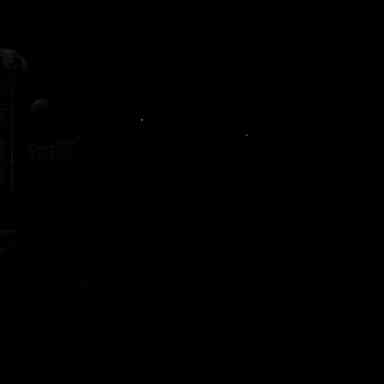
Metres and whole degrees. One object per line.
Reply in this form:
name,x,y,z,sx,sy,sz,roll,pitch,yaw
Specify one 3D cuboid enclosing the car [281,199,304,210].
car,14.954,1.820,49.395,2.033,1.411,5.357,2,0,36
